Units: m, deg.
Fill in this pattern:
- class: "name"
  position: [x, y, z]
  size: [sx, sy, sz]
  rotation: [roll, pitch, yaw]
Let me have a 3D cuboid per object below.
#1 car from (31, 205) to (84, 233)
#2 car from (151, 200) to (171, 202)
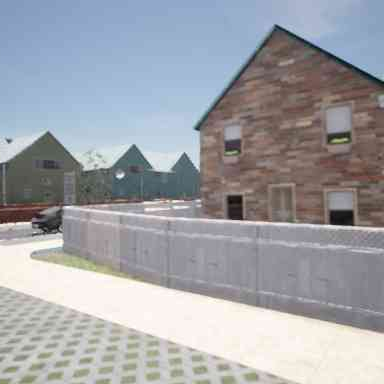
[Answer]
- class: "car"
  position: [-6.643, 1.492, 19.201]
  size: [1.837, 1.490, 4.892]
  rotation: [-2, -1, 36]
- class: "car"
  position: [-2.975, 1.471, 29.194]
  size: [1.882, 1.535, 5.008]
  rotation: [-2, -1, 36]
